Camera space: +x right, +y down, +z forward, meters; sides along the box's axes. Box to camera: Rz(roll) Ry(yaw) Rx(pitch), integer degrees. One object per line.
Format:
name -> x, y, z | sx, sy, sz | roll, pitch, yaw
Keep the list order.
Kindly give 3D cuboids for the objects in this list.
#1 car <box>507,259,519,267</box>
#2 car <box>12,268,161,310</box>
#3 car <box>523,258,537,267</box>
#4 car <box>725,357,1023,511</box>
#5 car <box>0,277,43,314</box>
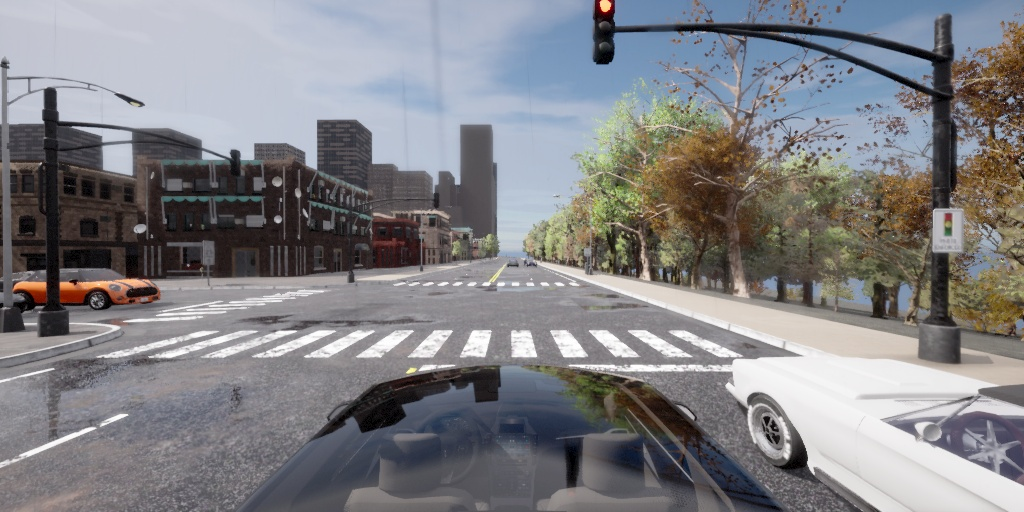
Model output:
car -> 0.158, 1.290, 63.420 | 1.994, 1.385, 4.181 | 0, 0, 1
car -> -17.966, 1.301, 15.296 | 4.553, 1.767, 2.097 | -1, 1, -1
car -> 3.420, 1.327, 63.698 | 1.895, 1.301, 4.718 | 0, 0, 0
car -> 3.350, 1.351, 1.913 | 1.895, 1.301, 4.718 | 0, 0, 0
car -> -19.936, 1.565, 12.562 | 4.313, 1.339, 1.948 | 0, 0, 0
